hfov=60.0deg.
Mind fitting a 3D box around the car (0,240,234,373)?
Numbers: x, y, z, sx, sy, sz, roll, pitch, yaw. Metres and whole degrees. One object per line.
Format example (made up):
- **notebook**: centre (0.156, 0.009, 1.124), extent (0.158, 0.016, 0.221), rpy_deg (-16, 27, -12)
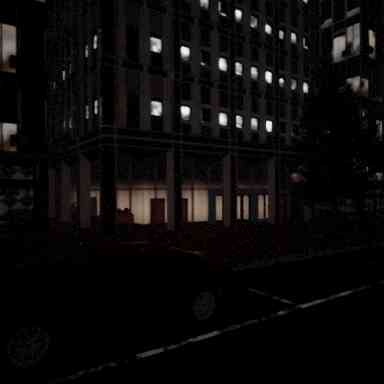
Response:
- **car**: centre (-1.316, 1.564, 5.632), extent (4.507, 1.381, 1.887), rpy_deg (1, -1, -35)
